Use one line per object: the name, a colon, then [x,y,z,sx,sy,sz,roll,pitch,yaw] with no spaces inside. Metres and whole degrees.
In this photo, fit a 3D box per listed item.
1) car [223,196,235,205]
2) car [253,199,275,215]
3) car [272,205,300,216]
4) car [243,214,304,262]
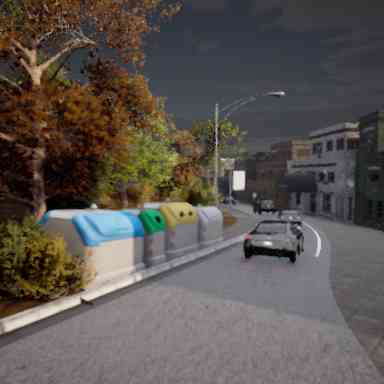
car: [6.798,1.505,65.243,2.097,1.767,4.553,-1,3,-11]
car: [9.663,1.915,44.755,2.150,2.045,5.566,0,1,0]
car: [8.139,2.107,28.116,2.033,1.411,5.357,1,-1,12]
car: [3.468,1.854,13.691,1.994,1.385,4.181,2,-1,23]
